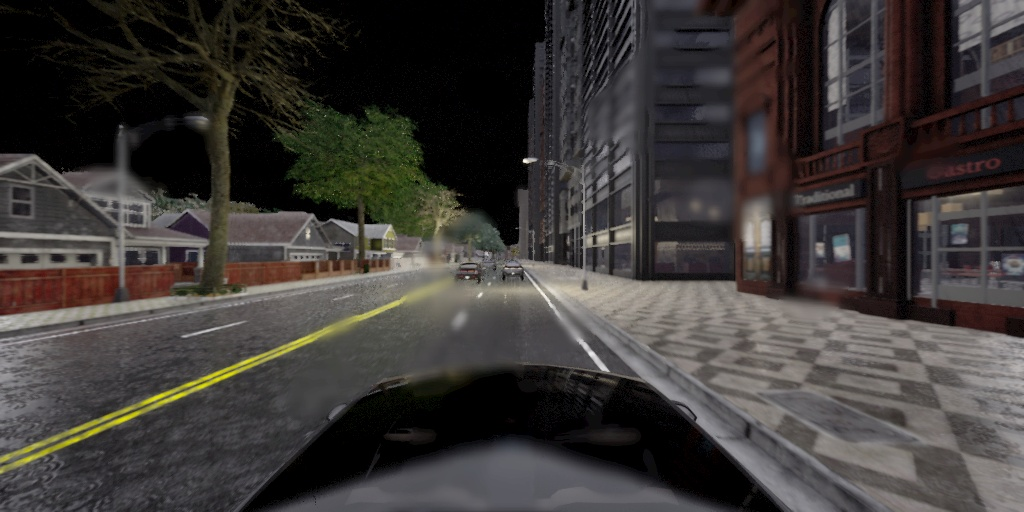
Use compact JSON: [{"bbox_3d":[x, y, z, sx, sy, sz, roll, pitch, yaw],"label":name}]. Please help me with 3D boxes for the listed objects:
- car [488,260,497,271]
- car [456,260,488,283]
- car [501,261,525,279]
[{"bbox_3d":[-3.155,1.271,50.981,2.128,1.511,4.902,0,0,0],"label":"car"},{"bbox_3d":[-3.152,1.262,27.730,1.837,1.490,4.892,0,0,0],"label":"car"},{"bbox_3d":[0.098,1.253,32.237,2.128,1.511,4.902,0,0,0],"label":"car"}]
